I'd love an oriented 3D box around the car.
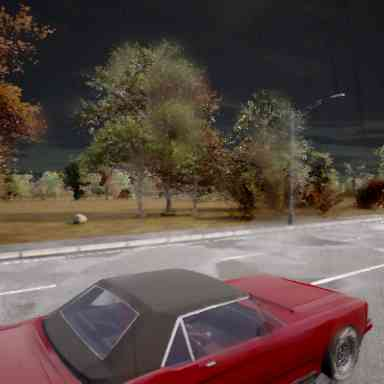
[{"bbox_3d":[0.055,1.601,3.786,4.718,1.301,1.895,0,0,-35],"label":"car"}]
